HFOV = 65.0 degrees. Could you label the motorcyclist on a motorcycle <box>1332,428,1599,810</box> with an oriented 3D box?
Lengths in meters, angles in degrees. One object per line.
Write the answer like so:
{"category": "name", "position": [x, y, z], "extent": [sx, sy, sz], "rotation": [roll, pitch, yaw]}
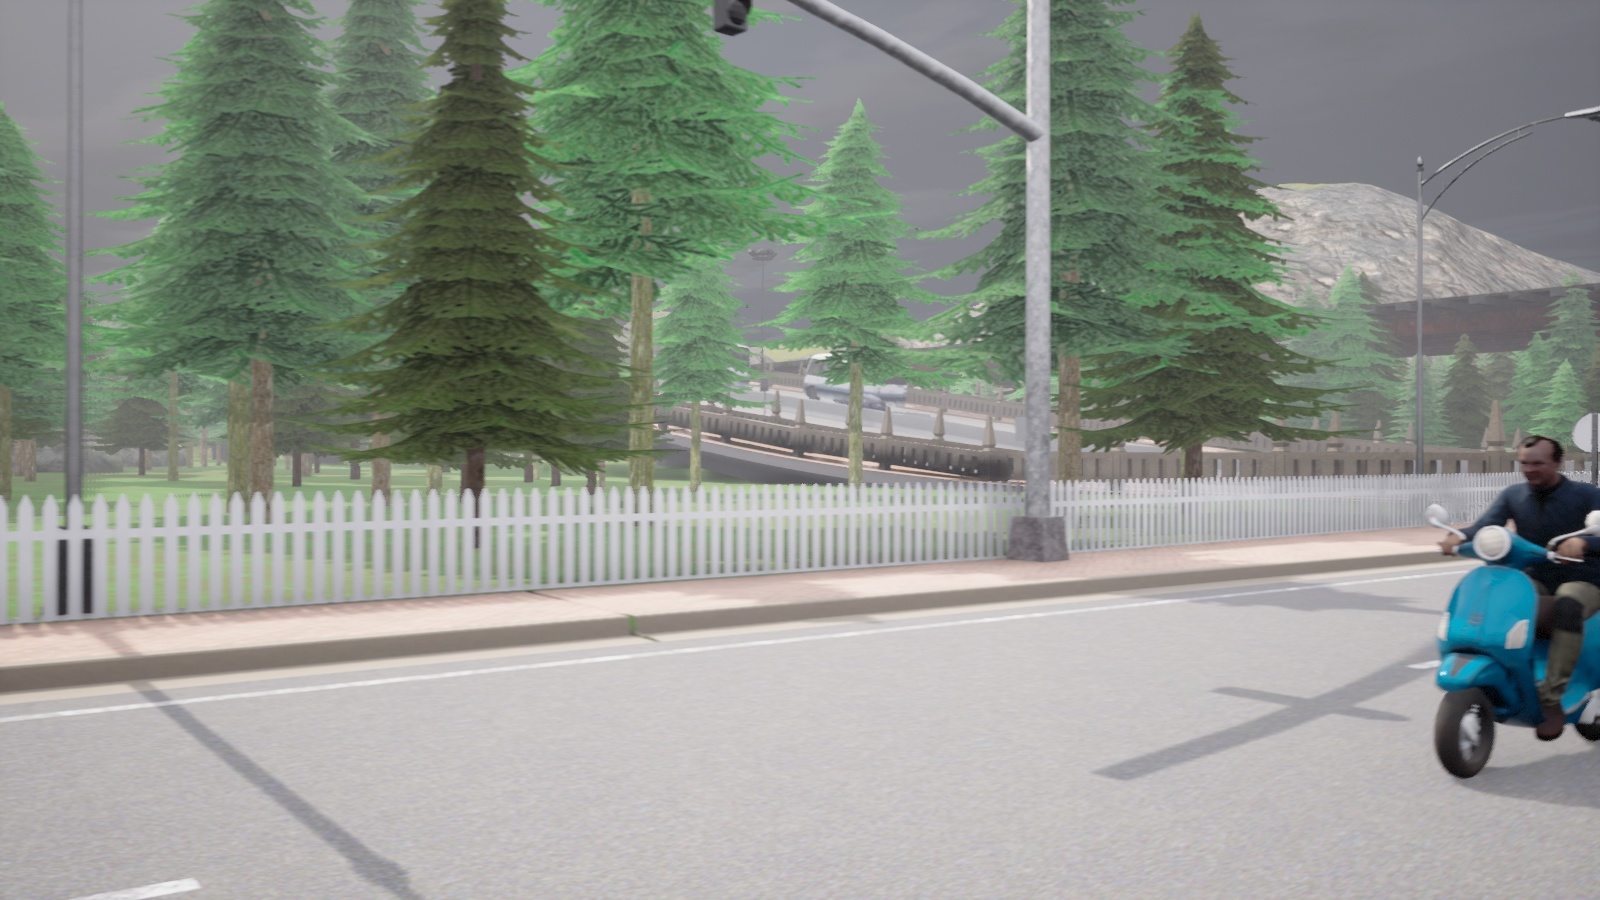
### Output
{"category": "motorcyclist on a motorcycle", "position": [3.515, 0.705, 6.106], "extent": [1.817, 1.590, 0.866], "rotation": [0, 0, -35]}

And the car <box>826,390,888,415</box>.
{"category": "car", "position": [4.371, -3.695, 97.405], "extent": [2.163, 1.488, 4.792], "rotation": [0, 7, -36]}
